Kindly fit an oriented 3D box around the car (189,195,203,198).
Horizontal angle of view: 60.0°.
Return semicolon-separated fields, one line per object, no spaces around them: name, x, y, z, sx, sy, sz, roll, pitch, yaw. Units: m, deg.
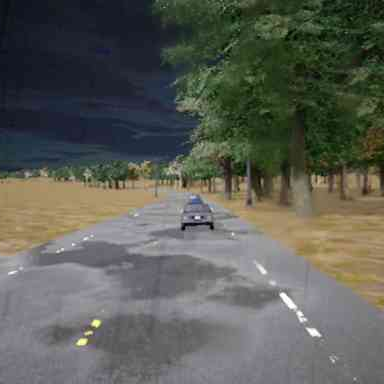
car;0.363;1.063;39.710;1.812;1.442;4.674;-2;1;0

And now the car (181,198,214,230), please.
car;0.302;1.330;19.598;2.033;1.411;5.357;-2;1;0
